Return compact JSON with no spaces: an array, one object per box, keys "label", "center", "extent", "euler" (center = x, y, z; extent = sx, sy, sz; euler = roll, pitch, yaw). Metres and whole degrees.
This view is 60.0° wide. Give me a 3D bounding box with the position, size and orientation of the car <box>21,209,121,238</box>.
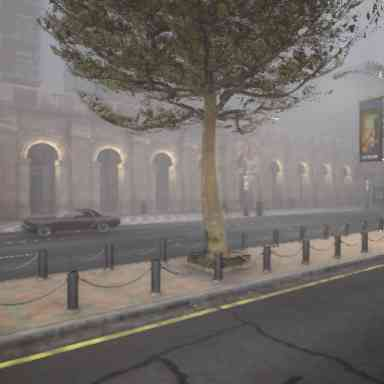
[{"label":"car","center":[-6.298,1.556,17.487],"extent":[4.718,1.301,1.895],"euler":[0,0,-36]}]
